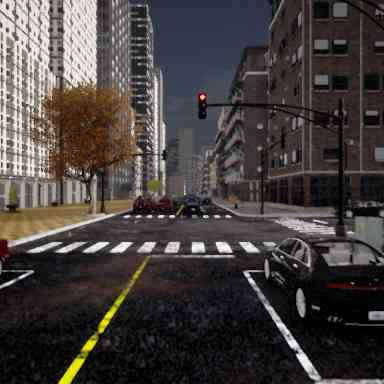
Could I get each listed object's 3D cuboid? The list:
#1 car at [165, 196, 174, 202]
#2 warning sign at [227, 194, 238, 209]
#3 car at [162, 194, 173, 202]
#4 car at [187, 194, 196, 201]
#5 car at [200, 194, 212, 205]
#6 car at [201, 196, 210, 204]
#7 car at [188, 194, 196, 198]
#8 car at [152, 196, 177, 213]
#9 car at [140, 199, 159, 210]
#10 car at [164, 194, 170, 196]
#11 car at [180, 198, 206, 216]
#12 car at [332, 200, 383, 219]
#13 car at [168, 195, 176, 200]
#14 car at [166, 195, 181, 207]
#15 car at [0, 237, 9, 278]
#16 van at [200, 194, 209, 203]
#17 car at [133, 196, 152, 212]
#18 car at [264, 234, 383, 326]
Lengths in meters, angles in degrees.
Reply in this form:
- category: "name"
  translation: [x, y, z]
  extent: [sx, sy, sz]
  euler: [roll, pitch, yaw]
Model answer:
- category: "car"
  translation: [-5.705, 1.645, 83.557]
  extent: [2.008, 1.369, 4.403]
  euler: [0, 0, 0]
- category: "warning sign"
  translation: [5.062, 1.145, 41.500]
  extent: [1.300, 1.860, 1.060]
  euler: [0, 0, 0]
- category: "car"
  translation: [-5.705, 1.398, 78.033]
  extent: [2.192, 1.841, 5.009]
  euler: [0, 0, 0]
- category: "car"
  translation: [-0.012, 1.290, 79.088]
  extent: [2.097, 1.767, 4.553]
  euler: [0, 0, 0]
- category: "car"
  translation: [2.679, 1.620, 61.465]
  extent: [1.947, 1.339, 4.313]
  euler: [0, 0, 0]
- category: "car"
  translation: [2.678, 1.589, 67.158]
  extent: [1.752, 1.417, 4.829]
  euler: [0, 0, 0]
- category: "car"
  translation: [-0.012, 1.630, 69.078]
  extent: [1.994, 1.385, 4.181]
  euler: [0, 0, 0]
- category: "car"
  translation: [-3.106, 1.503, 38.087]
  extent: [1.882, 1.535, 5.008]
  euler: [0, 0, 0]
- category: "car"
  translation: [-5.700, 1.599, 44.896]
  extent: [1.947, 1.339, 4.313]
  euler: [0, 0, 0]
- category: "car"
  translation: [-5.704, 1.638, 72.511]
  extent: [1.947, 1.339, 4.313]
  euler: [0, 0, 0]
- category: "car"
  translation: [0.095, 1.584, 32.916]
  extent: [1.994, 1.385, 4.181]
  euler: [0, 0, 0]
- category: "car"
  translation: [13.421, 1.354, 26.394]
  extent: [4.403, 1.369, 2.008]
  euler: [-1, 1, -1]
- category: "car"
  translation: [-5.707, 1.669, 94.602]
  extent: [2.008, 1.369, 4.403]
  euler: [0, 0, 0]
- category: "car"
  translation: [-3.100, 1.644, 53.269]
  extent: [1.895, 1.301, 4.718]
  euler: [0, 0, 0]
- category: "car"
  translation: [-5.693, 1.547, 6.985]
  extent: [1.887, 1.381, 4.507]
  euler: [0, 0, 0]
- category: "van"
  translation: [2.677, 1.414, 72.512]
  extent: [1.690, 1.788, 3.998]
  euler: [0, 0, 0]
- category: "car"
  translation: [-5.699, 1.342, 39.373]
  extent: [2.192, 1.841, 5.009]
  euler: [0, 0, 0]
- category: "car"
  translation: [2.687, 1.553, 6.986]
  extent: [2.008, 1.369, 4.403]
  euler: [0, 0, 0]
